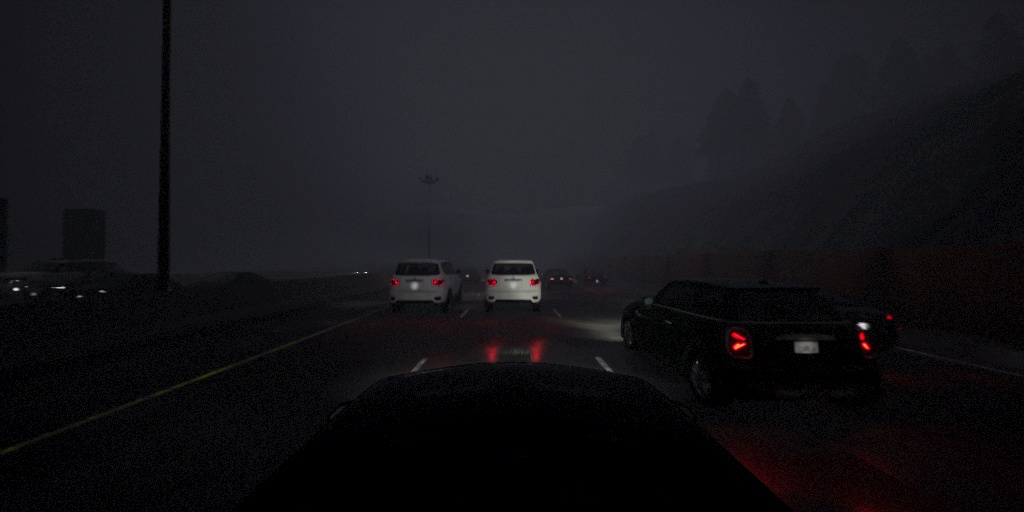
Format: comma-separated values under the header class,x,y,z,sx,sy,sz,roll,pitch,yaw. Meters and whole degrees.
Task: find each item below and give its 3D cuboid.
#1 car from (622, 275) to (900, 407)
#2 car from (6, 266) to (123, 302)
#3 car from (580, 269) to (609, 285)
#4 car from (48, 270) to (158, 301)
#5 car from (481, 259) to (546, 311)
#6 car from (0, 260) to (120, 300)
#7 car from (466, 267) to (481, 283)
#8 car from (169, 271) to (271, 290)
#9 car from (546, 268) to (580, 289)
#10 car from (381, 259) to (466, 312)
class,x,y,z,sx,sy,sz,roll,pitch,yaw
car,3.590,1.165,6.504,2.097,1.767,4.553,0,-1,0
car,-21.238,1.461,18.342,2.128,1.511,4.902,0,-1,-1
car,6.685,1.731,30.575,1.895,1.301,4.718,0,-1,-1
car,-17.706,1.510,16.632,1.994,1.385,4.181,0,-1,-1
car,0.007,1.154,15.635,2.150,2.045,5.566,0,-1,-1
car,-24.766,1.209,19.712,2.150,2.045,5.566,0,-1,-1
car,-3.871,1.722,32.745,1.994,1.385,4.181,0,-1,-1
car,-14.234,1.492,18.176,1.812,1.442,4.674,0,-1,-1
car,3.277,1.626,26.677,2.033,1.411,5.357,0,-1,-1
car,-3.490,1.151,15.392,2.150,2.045,5.566,0,-1,-1
